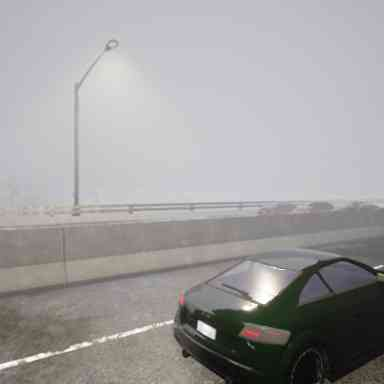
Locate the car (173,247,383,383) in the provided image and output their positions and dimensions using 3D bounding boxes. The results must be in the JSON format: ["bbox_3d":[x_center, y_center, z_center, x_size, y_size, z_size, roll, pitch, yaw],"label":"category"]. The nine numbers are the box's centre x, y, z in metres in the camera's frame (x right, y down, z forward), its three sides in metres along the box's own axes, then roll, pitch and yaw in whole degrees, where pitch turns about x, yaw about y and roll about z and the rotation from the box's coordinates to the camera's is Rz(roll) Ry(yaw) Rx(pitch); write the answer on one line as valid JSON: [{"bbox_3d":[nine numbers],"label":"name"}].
[{"bbox_3d":[1.802,1.564,5.011,4.181,1.385,1.994,0,0,-35],"label":"car"}]

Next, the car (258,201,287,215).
[{"bbox_3d":[8.111,1.569,30.961,4.181,1.385,1.994,0,0,-34],"label":"car"}]

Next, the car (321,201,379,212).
[{"bbox_3d":[12.517,1.499,25.492,4.902,1.511,2.128,0,0,-34],"label":"car"}]

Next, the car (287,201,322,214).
[{"bbox_3d":[10.589,1.531,28.413,4.674,1.442,1.812,0,0,-34],"label":"car"}]
